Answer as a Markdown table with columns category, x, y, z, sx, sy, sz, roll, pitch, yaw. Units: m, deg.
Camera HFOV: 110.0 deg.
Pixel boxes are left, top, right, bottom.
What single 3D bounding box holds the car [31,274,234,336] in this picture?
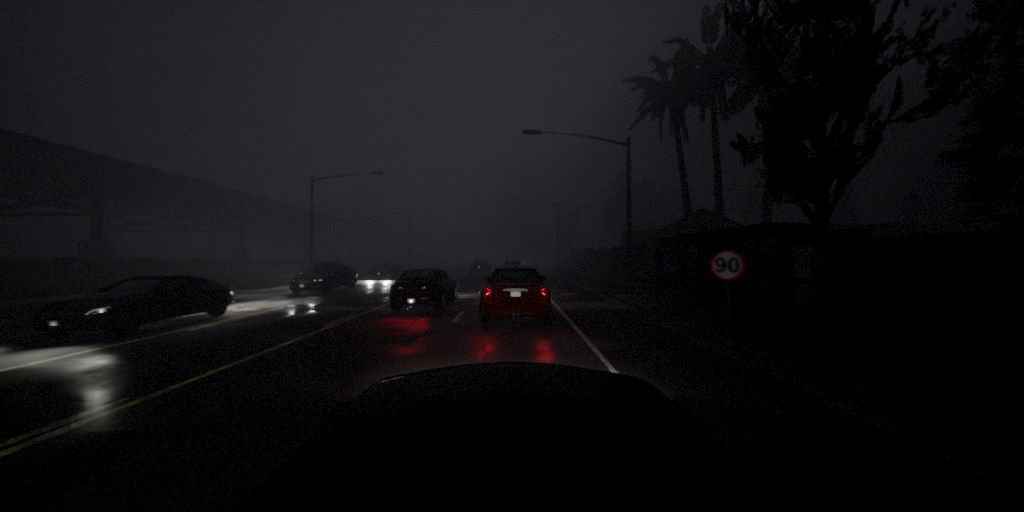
| category | x | y | z | sx | sy | sz | roll | pitch | yaw |
| --- | --- | --- | --- | --- | --- | --- | --- | --- | --- |
| car | -10.547 | 1.281 | 10.578 | 1.812 | 1.442 | 4.674 | 0 | 0 | 0 |

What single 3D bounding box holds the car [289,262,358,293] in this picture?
| category | x | y | z | sx | sy | sz | roll | pitch | yaw |
| --- | --- | --- | --- | --- | --- | --- | --- | --- | --- |
| car | -10.496 | 1.209 | 20.347 | 2.128 | 1.511 | 4.902 | 0 | 0 | 0 |

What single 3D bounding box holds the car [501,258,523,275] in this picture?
| category | x | y | z | sx | sy | sz | roll | pitch | yaw |
| --- | --- | --- | --- | --- | --- | --- | --- | --- | --- |
| car | 0.038 | 1.055 | 36.865 | 2.128 | 1.511 | 4.902 | 0 | 1 | 1 |

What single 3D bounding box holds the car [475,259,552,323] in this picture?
| category | x | y | z | sx | sy | sz | roll | pitch | yaw |
| --- | --- | --- | --- | --- | --- | --- | --- | --- | --- |
| car | 0.102 | 1.093 | 12.210 | 2.097 | 1.767 | 4.553 | 0 | 0 | 0 |

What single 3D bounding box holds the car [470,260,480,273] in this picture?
| category | x | y | z | sx | sy | sz | roll | pitch | yaw |
| --- | --- | --- | --- | --- | --- | --- | --- | --- | --- |
| car | -3.444 | 1.108 | 39.422 | 1.994 | 1.385 | 4.181 | 0 | 1 | 1 |

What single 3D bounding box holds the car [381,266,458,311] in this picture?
| category | x | y | z | sx | sy | sz | roll | pitch | yaw |
| --- | --- | --- | --- | --- | --- | --- | --- | --- | --- |
| car | -3.397 | 1.244 | 14.493 | 1.837 | 1.490 | 4.892 | 0 | 0 | 0 |

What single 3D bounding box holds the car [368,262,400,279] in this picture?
| category | x | y | z | sx | sy | sz | roll | pitch | yaw |
| --- | --- | --- | --- | --- | --- | --- | --- | --- | --- |
| car | -10.493 | 1.202 | 30.220 | 1.994 | 1.385 | 4.181 | 0 | 1 | 0 |
